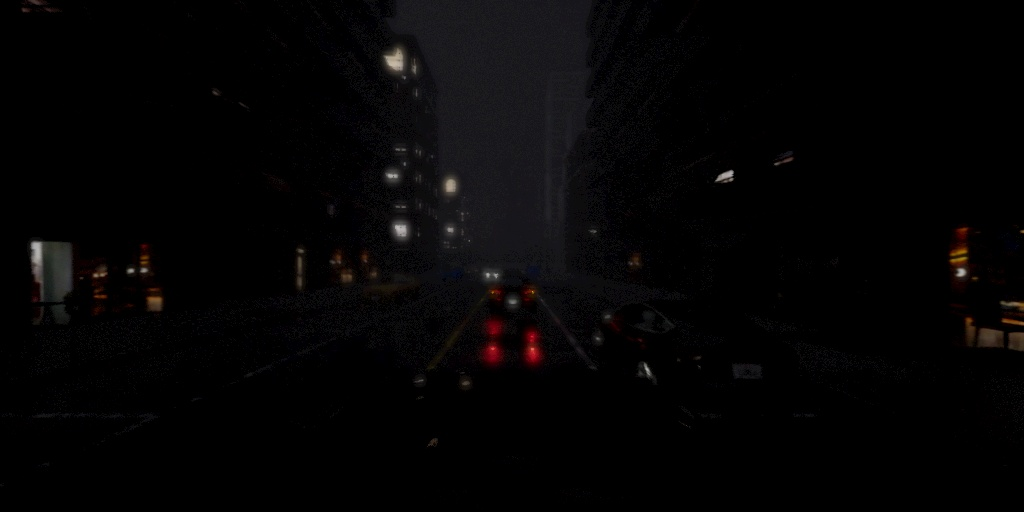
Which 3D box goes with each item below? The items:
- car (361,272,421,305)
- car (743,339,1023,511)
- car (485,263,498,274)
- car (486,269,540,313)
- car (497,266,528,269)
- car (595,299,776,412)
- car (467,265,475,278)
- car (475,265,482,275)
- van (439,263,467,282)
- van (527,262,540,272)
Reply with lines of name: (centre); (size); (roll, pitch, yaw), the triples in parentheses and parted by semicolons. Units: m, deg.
car: (-5.696, 1.482, 17.330); (1.751, 1.417, 4.829); (0, 0, 0)
car: (2.690, 1.300, 0.479); (1.948, 1.339, 4.313); (0, 0, 0)
car: (-3.064, 2.030, 55.731); (1.994, 1.385, 4.181); (0, -1, 0)
car: (0.049, 1.447, 14.841); (1.812, 1.442, 4.674); (0, -1, 0)
car: (0.041, 1.679, 29.406); (1.994, 1.385, 4.181); (0, -1, 0)
car: (2.688, 1.374, 6.143); (1.948, 1.339, 4.313); (0, 0, 0)
car: (-5.703, 1.807, 40.153); (2.007, 1.370, 4.403); (0, 0, 0)
car: (-5.706, 1.933, 51.310); (1.751, 1.417, 4.829); (0, 0, 0)
van: (-5.701, 1.522, 34.490); (1.690, 1.789, 3.998); (0, 0, 0)
van: (2.677, 1.673, 45.784); (1.690, 1.789, 3.998); (0, 0, 0)
